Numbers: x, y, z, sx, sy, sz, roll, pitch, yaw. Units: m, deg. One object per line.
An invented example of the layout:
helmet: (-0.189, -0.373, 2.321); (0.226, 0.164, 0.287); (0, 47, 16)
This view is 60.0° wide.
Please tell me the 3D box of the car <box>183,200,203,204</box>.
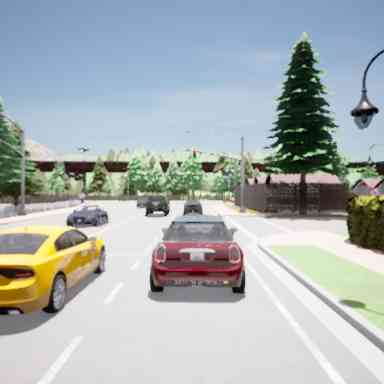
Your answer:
car: (0.096, 1.585, 34.795); (1.837, 1.490, 4.892); (0, 0, 0)

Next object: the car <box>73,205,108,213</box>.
car: (-7.101, 1.617, 22.926); (1.994, 1.385, 4.181); (0, 0, 0)

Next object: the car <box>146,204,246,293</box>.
car: (0.194, 1.373, 9.085); (2.097, 1.767, 4.553); (0, 0, 2)

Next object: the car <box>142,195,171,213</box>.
car: (-3.403, 1.300, 33.951); (2.150, 2.045, 5.566); (0, 0, 0)

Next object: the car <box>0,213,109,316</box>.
car: (-3.419, 1.496, 7.704); (1.882, 1.535, 5.008); (0, 0, 0)

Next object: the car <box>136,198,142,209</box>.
car: (-7.027, 1.621, 48.915); (1.837, 1.490, 4.892); (0, -1, 0)
